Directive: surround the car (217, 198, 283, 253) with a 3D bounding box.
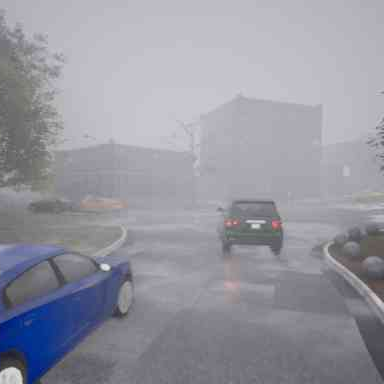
[{"bbox_3d":[2.283,1.260,14.064,2.150,2.045,5.566,1,0,2],"label":"car"}]

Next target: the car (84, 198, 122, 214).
[{"bbox_3d":[-9.176,1.310,33.042,5.008,1.535,1.882,1,0,31],"label":"car"}]

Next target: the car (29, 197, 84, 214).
[{"bbox_3d":[-13.015,1.247,31.203,5.008,1.535,1.882,1,0,23],"label":"car"}]

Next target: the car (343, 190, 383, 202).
[{"bbox_3d":[22.915,0.487,45.153,5.366,1.575,1.946,-3,2,-23],"label":"car"}]

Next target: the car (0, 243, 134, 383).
[{"bbox_3d":[-2.352,1.436,4.534,1.882,1.535,5.008,1,0,10],"label":"car"}]

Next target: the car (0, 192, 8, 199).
[{"bbox_3d":[-36.764,0.710,61.440,4.792,1.488,2.163,1,0,-34],"label":"car"}]
